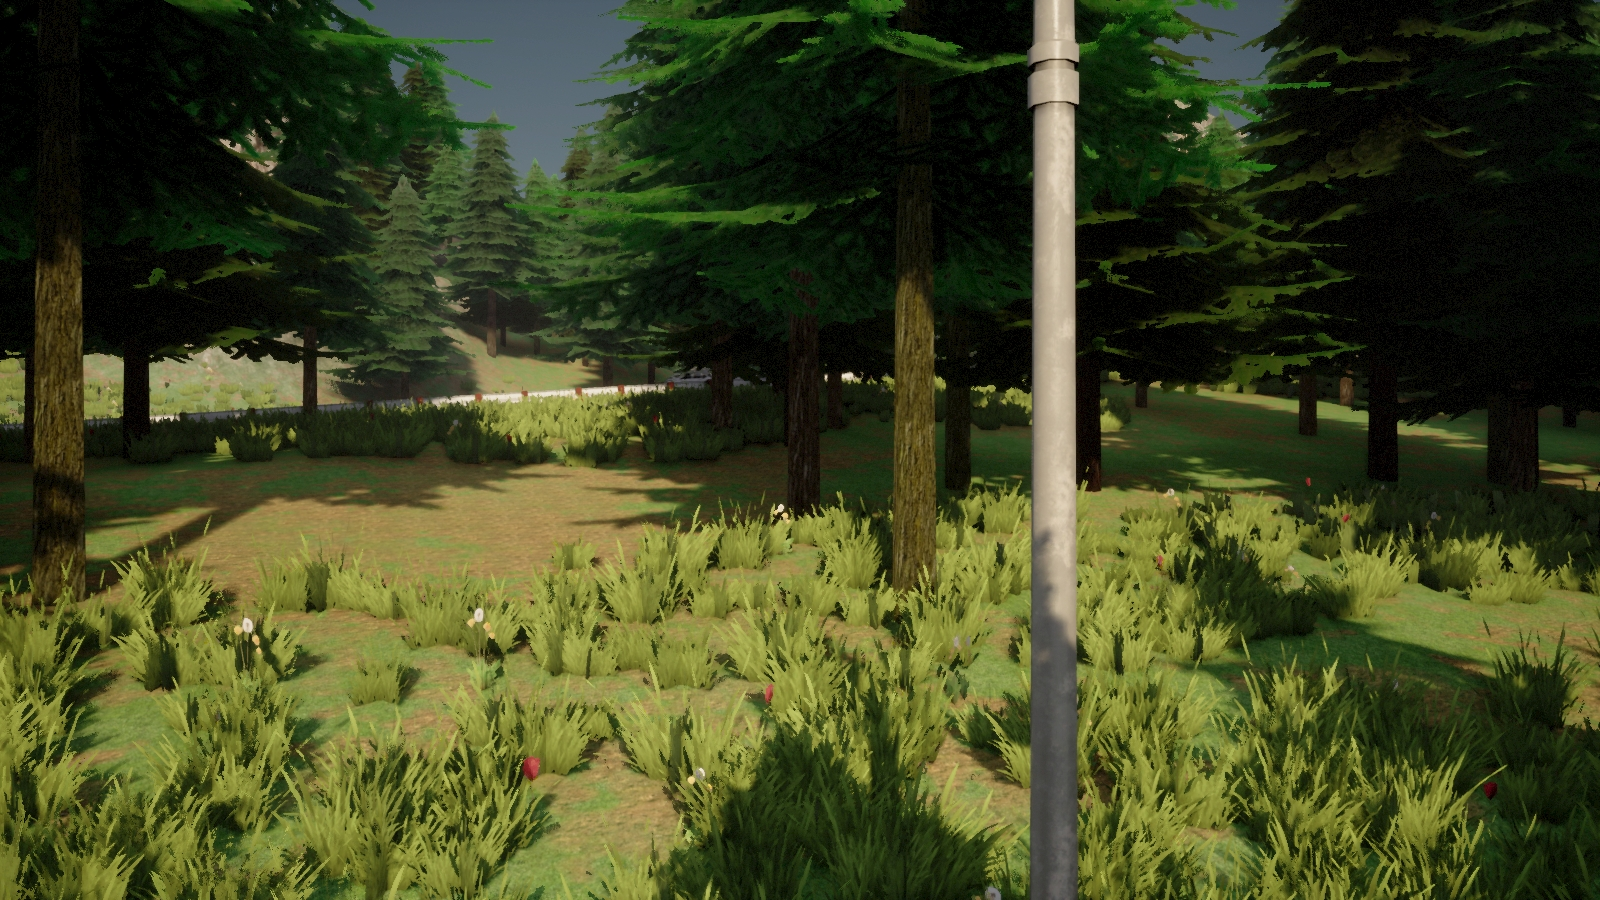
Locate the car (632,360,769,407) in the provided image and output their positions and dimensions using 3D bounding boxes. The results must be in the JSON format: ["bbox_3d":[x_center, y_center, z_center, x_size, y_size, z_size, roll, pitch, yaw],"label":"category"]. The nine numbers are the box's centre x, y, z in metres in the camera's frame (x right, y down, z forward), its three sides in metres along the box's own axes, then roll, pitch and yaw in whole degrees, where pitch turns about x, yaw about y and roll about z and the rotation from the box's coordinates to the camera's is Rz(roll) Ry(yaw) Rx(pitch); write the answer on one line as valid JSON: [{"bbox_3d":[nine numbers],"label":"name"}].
[{"bbox_3d":[-3.901,-2.607,44.801,4.792,1.488,2.163,-5,2,-25],"label":"car"}]
